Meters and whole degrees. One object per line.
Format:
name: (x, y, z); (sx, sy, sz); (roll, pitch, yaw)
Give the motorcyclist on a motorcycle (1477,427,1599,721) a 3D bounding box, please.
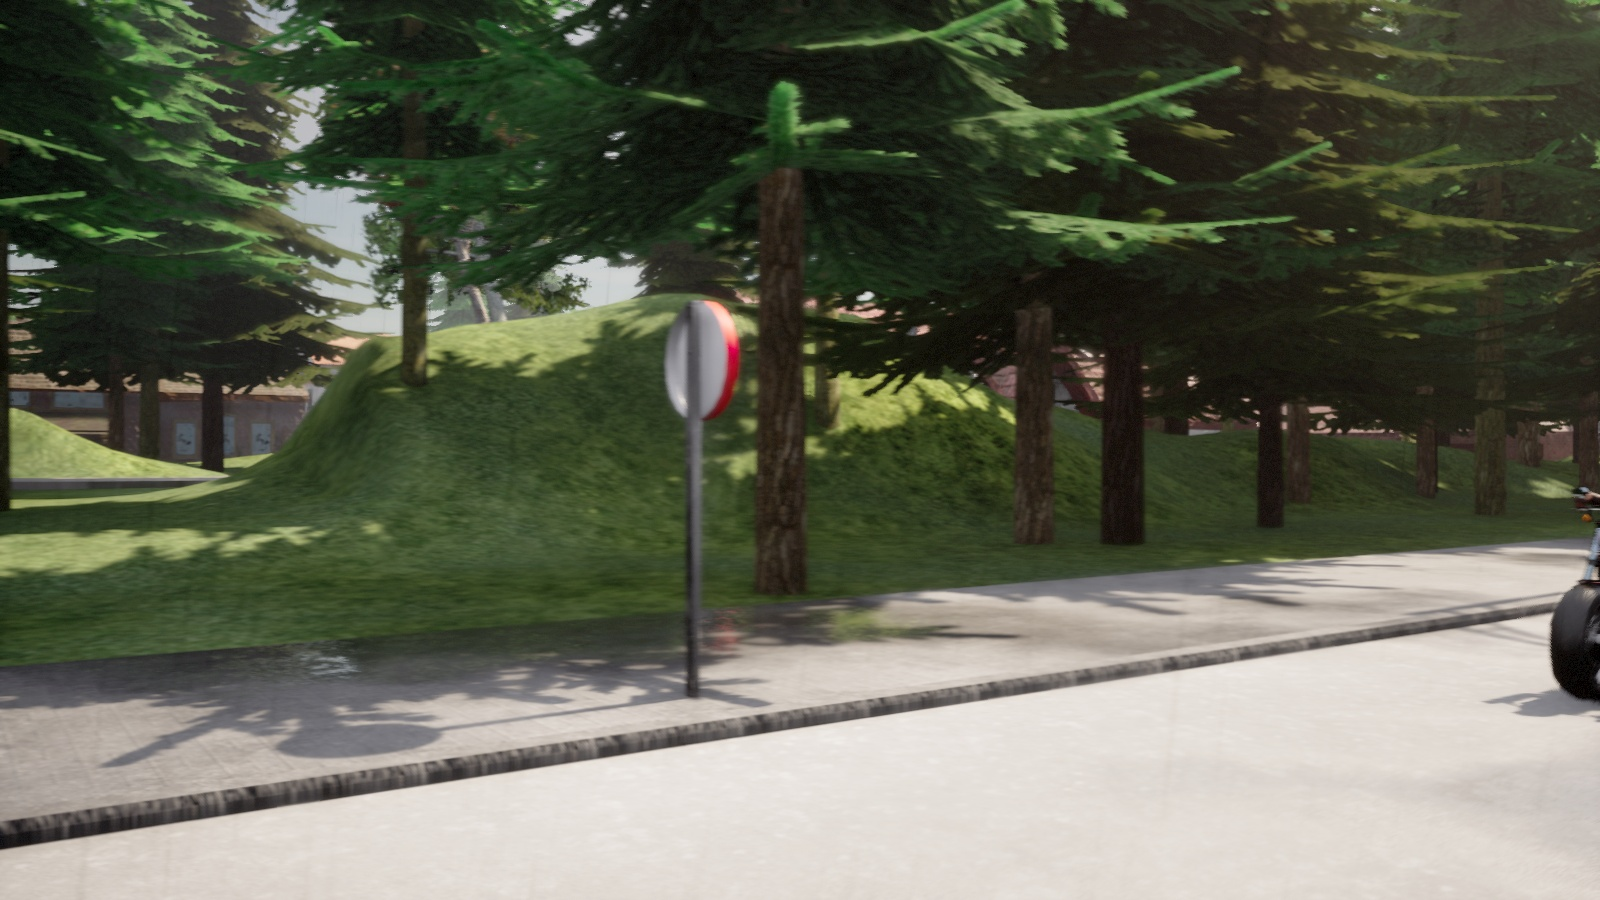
motorcyclist on a motorcycle: (5.283, 0.689, 7.944); (2.350, 1.649, 0.766); (-1, 0, -35)
